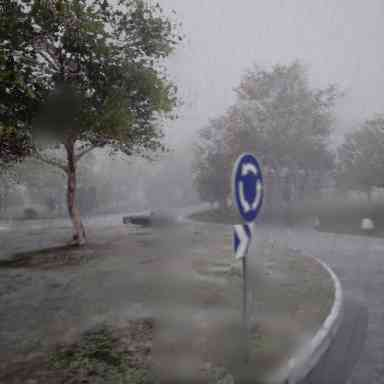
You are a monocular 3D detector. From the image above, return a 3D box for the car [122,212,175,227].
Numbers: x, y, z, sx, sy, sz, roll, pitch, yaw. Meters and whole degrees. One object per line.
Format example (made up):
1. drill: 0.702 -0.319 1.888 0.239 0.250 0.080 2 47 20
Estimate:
1. car: -4.123 2.539 30.996 4.718 1.301 1.895 -1 -2 23
